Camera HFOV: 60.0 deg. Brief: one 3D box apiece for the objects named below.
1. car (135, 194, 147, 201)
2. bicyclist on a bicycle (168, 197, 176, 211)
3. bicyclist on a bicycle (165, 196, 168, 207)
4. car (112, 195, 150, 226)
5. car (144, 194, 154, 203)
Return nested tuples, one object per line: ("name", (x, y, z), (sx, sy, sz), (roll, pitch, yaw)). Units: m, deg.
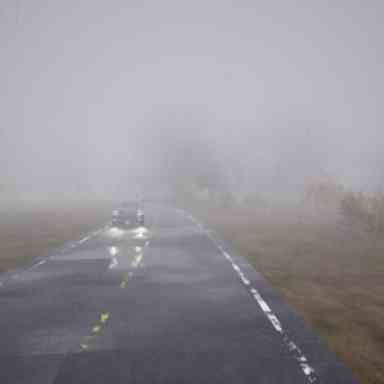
("car", (-11.962, 1.353, 77.965), (1.882, 1.535, 5.008), (0, 0, -18))
("bicyclist on a bicycle", (-2.040, 1.377, 37.837), (0.582, 1.620, 1.656), (0, 0, -8))
("bicyclist on a bicycle", (-3.511, 1.363, 46.796), (0.582, 1.620, 1.656), (0, 0, -10))
("car", (-4.252, 1.309, 23.046), (2.097, 1.767, 4.553), (0, 0, -5))
("car", (-9.202, 1.238, 68.437), (2.097, 1.767, 4.553), (0, 0, -15))
